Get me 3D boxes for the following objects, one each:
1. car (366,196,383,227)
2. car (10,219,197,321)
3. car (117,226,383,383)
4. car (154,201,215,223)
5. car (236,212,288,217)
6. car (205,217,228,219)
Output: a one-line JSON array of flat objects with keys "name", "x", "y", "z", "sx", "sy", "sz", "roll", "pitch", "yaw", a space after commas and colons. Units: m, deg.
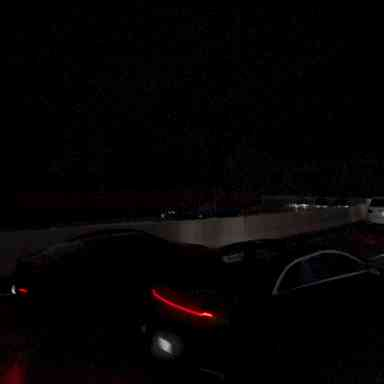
[{"name": "car", "x": 12.200, "y": 1.251, "z": 19.945, "sx": 2.150, "sy": 2.045, "sz": 5.566, "roll": 0, "pitch": 0, "yaw": 42}, {"name": "car", "x": -1.347, "y": 1.545, "z": 7.338, "sx": 4.674, "sy": 1.442, "sz": 1.812, "roll": 0, "pitch": 0, "yaw": -38}, {"name": "car", "x": 1.593, "y": 1.502, "z": 5.239, "sx": 4.902, "sy": 1.511, "sz": 2.128, "roll": 0, "pitch": 0, "yaw": -38}, {"name": "car", "x": -0.540, "y": 1.554, "z": 27.088, "sx": 2.128, "sy": 1.511, "sz": 4.902, "roll": 0, "pitch": 0, "yaw": 44}, {"name": "car", "x": 5.106, "y": 1.523, "z": 22.901, "sx": 1.882, "sy": 1.535, "sz": 5.008, "roll": 0, "pitch": 0, "yaw": 43}, {"name": "car", "x": 1.479, "y": 1.531, "z": 24.162, "sx": 1.882, "sy": 1.535, "sz": 5.008, "roll": 0, "pitch": 0, "yaw": 44}]
